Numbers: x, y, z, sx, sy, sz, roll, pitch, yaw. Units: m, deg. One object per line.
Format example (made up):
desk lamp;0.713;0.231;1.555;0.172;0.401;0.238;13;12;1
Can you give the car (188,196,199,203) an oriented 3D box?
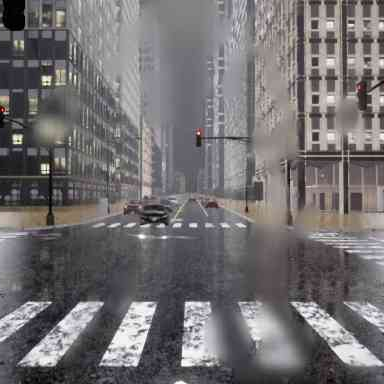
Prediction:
car;0.057;1.574;70.490;2.033;1.411;5.357;0;0;0

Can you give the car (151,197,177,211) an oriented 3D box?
car;-3.113;1.560;37.335;2.033;1.411;5.357;0;0;0

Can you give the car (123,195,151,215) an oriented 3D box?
car;-5.687;1.453;33.774;1.967;1.590;4.097;1;0;0

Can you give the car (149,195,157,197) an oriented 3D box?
car;-5.688;1.332;44.924;2.192;1.841;5.009;1;0;0

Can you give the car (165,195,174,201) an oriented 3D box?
car;-5.708;1.578;83.950;1.887;1.381;4.507;1;0;0

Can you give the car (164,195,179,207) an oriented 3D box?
car;-3.102;1.547;53.035;1.812;1.442;4.674;0;0;0

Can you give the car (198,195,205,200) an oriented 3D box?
car;2.668;1.584;95.185;1.887;1.381;4.507;1;0;0

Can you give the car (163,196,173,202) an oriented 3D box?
car;-5.706;1.582;78.375;2.008;1.369;4.403;1;0;0

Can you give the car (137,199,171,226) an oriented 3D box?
car;-2.662;1.514;23.356;1.837;1.490;4.892;0;0;-7

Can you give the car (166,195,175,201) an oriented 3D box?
car;-5.710;1.587;89.526;2.008;1.369;4.403;1;0;0

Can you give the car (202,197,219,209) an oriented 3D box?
car;2.686;1.599;44.989;1.802;1.307;4.206;1;0;0

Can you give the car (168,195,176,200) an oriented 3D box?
car;-5.713;1.605;95.101;1.947;1.339;4.313;1;0;0

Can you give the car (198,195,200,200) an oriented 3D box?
car;2.680;1.590;61.722;1.947;1.339;4.313;1;0;0

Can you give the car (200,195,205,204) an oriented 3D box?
car;2.684;1.547;56.315;1.752;1.417;4.829;1;0;0
